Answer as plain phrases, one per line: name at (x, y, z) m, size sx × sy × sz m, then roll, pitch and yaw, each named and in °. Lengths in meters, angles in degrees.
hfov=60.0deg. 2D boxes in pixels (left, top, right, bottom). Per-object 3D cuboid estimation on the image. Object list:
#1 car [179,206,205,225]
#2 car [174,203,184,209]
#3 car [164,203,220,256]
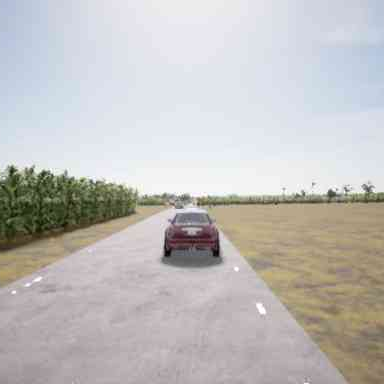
car at (-0.012, 1.967, 29.013) m, size 2.033 × 1.411 × 5.357 m, roll 0°, pitch -1°, yaw 0°
car at (-2.781, 2.939, 70.999) m, size 1.895 × 1.301 × 4.718 m, roll 0°, pitch -2°, yaw 0°
car at (-0.003, 1.525, 14.111) m, size 2.097 × 1.767 × 4.553 m, roll 0°, pitch -1°, yaw 0°
